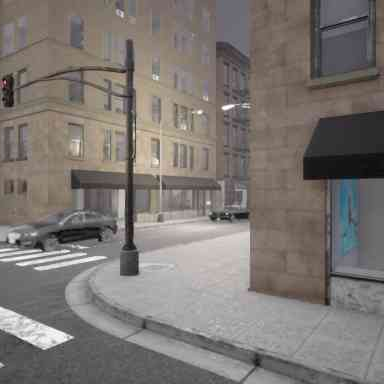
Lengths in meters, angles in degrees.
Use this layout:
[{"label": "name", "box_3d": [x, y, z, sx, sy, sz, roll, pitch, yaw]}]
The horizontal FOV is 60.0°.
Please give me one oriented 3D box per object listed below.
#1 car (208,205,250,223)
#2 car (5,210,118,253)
[{"label": "car", "box_3d": [3.283, 1.755, 27.089, 1.895, 1.301, 4.718, 0, 0, 35]}, {"label": "car", "box_3d": [-5.357, 1.554, 14.326, 2.128, 1.511, 4.902, 0, 0, 31]}]
